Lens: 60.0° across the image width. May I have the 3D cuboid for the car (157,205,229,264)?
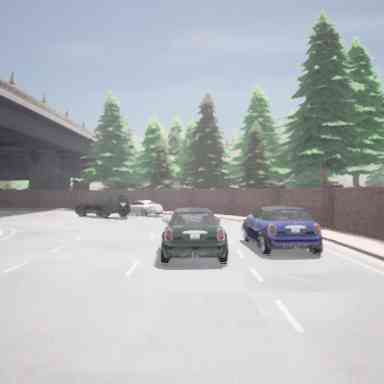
[{"bbox_3d":[-0.012,1.342,12.016,2.097,1.767,4.553,0,0,-3],"label":"car"}]

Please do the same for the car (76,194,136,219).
[{"bbox_3d":[-7.838,1.198,29.237,5.566,2.045,2.150,0,-1,37],"label":"car"}]

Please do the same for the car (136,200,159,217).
[{"bbox_3d":[-4.726,1.501,31.183,4.674,1.442,1.812,0,0,41],"label":"car"}]

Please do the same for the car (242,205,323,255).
[{"bbox_3d":[3.433,1.341,13.487,2.097,1.767,4.553,0,0,-3],"label":"car"}]
